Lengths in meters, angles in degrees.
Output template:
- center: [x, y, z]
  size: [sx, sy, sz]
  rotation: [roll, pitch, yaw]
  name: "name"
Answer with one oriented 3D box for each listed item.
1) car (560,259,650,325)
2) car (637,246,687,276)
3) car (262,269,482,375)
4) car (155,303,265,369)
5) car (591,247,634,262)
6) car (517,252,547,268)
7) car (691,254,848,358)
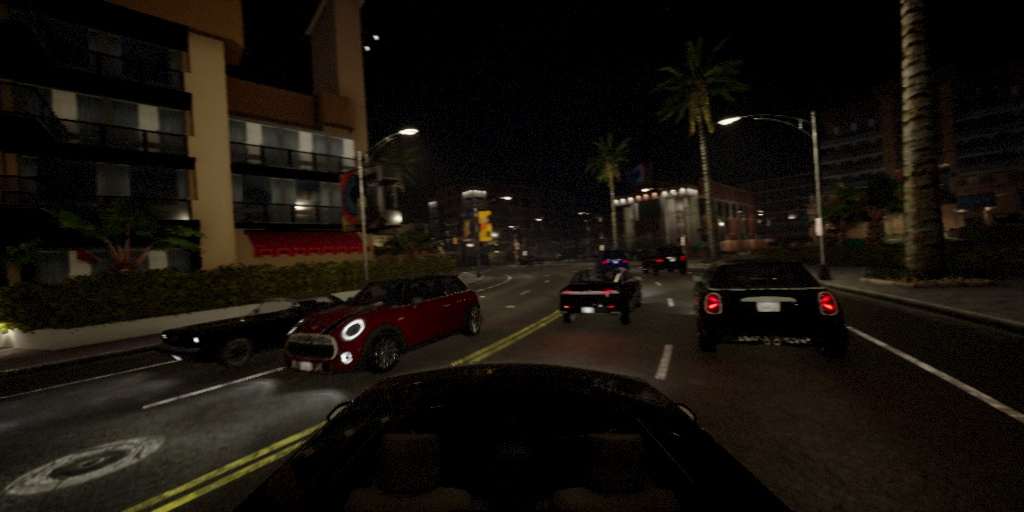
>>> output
- center: [2.899, 1.084, 11.179]
  size: [2.128, 1.511, 4.902]
  rotation: [-4, 0, 25]
  name: "car"
- center: [11.266, 0.338, 26.852]
  size: [2.150, 2.045, 5.566]
  rotation: [-3, 0, 9]
  name: "car"
- center: [-2.623, 1.276, 8.270]
  size: [2.097, 1.767, 4.553]
  rotation: [-4, 0, 27]
  name: "car"
- center: [-5.896, 1.728, 9.348]
  size: [1.895, 1.301, 4.718]
  rotation: [-4, 0, 28]
  name: "car"
- center: [8.152, 0.535, 29.657]
  size: [2.150, 2.045, 5.566]
  rotation: [-3, 0, 7]
  name: "car"
- center: [2.371, 0.681, 48.381]
  size: [2.097, 1.767, 4.553]
  rotation: [-3, 0, -21]
  name: "car"
- center: [5.129, 0.800, 7.790]
  size: [2.097, 1.767, 4.553]
  rotation: [-4, 0, 26]
  name: "car"
